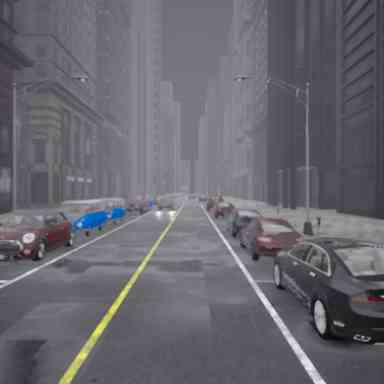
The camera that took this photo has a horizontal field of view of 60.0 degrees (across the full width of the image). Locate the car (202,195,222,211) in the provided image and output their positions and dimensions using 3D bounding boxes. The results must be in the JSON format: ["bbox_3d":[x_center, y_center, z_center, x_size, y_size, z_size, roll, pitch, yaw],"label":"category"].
[{"bbox_3d":[2.765,1.273,40.156,2.192,1.841,5.009,0,0,0],"label":"car"}]

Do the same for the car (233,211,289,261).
[{"bbox_3d":[2.762,1.566,11.976,1.802,1.307,4.206,0,0,0],"label":"car"}]

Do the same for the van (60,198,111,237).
[{"bbox_3d":[-5.762,1.319,17.597,1.690,1.788,3.998,0,0,0],"label":"van"}]

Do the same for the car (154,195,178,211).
[{"bbox_3d":[-3.087,1.464,39.971,1.837,1.490,4.892,0,0,0],"label":"car"}]

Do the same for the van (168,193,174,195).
[{"bbox_3d":[-5.756,1.288,79.600,1.690,1.788,3.998,0,0,0],"label":"van"}]

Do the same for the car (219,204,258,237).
[{"bbox_3d":[2.763,1.528,17.612,2.008,1.369,4.403,0,0,0],"label":"car"}]

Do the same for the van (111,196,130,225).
[{"bbox_3d":[-5.762,1.313,23.233,1.690,1.788,3.998,0,0,0],"label":"van"}]

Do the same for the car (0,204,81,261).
[{"bbox_3d":[-5.763,1.424,11.961,1.967,1.590,4.097,0,0,0],"label":"car"}]

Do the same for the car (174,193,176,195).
[{"bbox_3d":[-5.754,1.512,85.236,1.947,1.339,4.313,0,0,0],"label":"car"}]

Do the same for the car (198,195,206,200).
[{"bbox_3d":[2.771,1.497,90.883,2.008,1.369,4.403,0,0,0],"label":"car"}]

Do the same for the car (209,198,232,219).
[{"bbox_3d":[2.764,1.511,28.884,1.887,1.381,4.507,0,0,0],"label":"car"}]

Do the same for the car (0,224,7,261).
[{"bbox_3d":[-5.763,1.557,6.324,1.947,1.339,4.313,0,0,0],"label":"car"}]

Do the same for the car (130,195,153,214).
[{"bbox_3d":[-5.761,1.277,34.506,2.192,1.841,5.009,0,0,0],"label":"car"}]

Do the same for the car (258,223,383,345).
[{"bbox_3d":[2.762,1.542,6.339,2.008,1.369,4.403,0,0,0],"label":"car"}]

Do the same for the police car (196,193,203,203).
[{"bbox_3d":[2.375,1.373,69.762,1.930,1.638,5.238,0,0,0],"label":"police car"}]

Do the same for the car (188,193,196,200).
[{"bbox_3d":[0.012,1.294,86.921,1.882,1.535,5.008,0,0,0],"label":"car"}]
